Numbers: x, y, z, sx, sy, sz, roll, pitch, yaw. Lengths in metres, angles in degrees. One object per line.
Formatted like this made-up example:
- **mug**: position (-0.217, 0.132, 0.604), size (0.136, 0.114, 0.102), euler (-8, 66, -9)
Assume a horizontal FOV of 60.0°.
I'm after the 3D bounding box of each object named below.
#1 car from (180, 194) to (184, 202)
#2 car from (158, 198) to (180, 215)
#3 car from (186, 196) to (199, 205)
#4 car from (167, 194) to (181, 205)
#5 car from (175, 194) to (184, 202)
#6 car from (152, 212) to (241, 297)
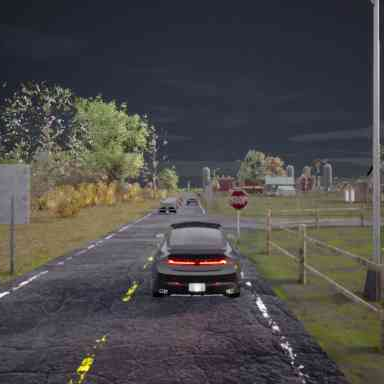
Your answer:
- **car**: position (-2.850, 1.438, 59.120), size (2.128, 1.511, 4.902), euler (0, 0, 0)
- **car**: position (-2.529, 1.588, 33.837), size (1.895, 1.301, 4.718), euler (0, 0, -5)
- **car**: position (0.048, 1.454, 58.148), size (1.837, 1.490, 4.892), euler (0, 0, 0)
- **car**: position (-2.881, 1.449, 46.112), size (1.882, 1.535, 5.008), euler (0, 0, 0)
- **car**: position (-2.818, 1.296, 73.488), size (1.837, 1.490, 4.892), euler (0, 0, 0)
- **car**: position (0.091, 1.504, 8.533), size (1.837, 1.490, 4.892), euler (0, 0, 0)
